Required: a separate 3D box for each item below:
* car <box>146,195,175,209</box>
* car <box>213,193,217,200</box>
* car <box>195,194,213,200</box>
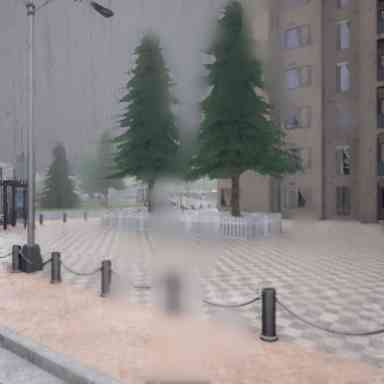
[{"bbox_3d":[-4.148,1.545,44.518,1.812,1.442,4.674,0,0,35],"label":"car"},{"bbox_3d":[8.011,1.425,85.828,3.633,1.501,1.845,0,0,35],"label":"car"},{"bbox_3d":[3.651,1.445,92.531,3.806,1.475,1.970,0,0,35],"label":"car"}]
